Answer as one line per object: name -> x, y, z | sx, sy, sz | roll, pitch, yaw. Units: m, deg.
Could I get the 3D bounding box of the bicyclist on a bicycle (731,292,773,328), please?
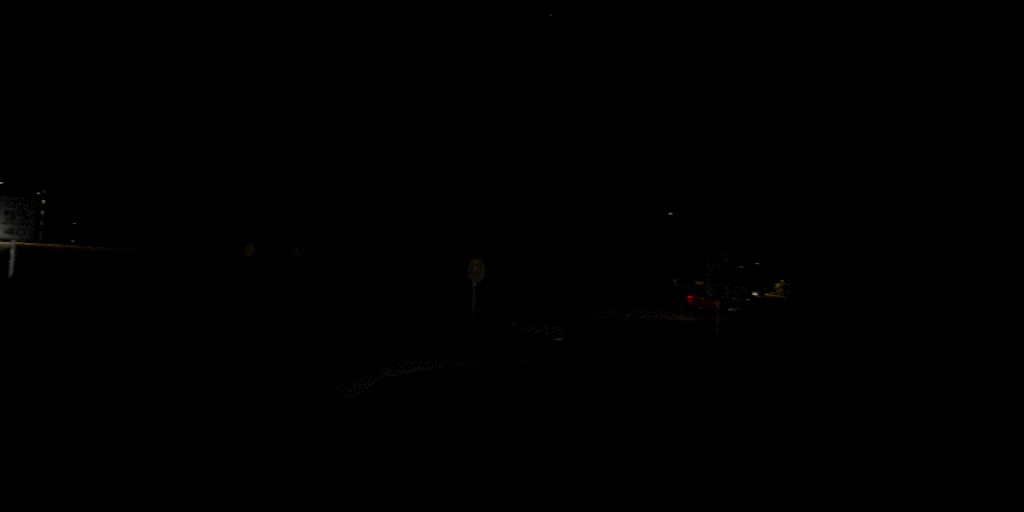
bicyclist on a bicycle -> 11.358, 2.521, 16.961 | 1.656, 1.620, 0.582 | 5, -1, 36

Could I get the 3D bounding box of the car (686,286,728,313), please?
car -> 13.426, 2.844, 24.553 | 2.097, 1.767, 4.553 | 1, -3, 36

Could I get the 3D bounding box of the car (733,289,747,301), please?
car -> 28.552, 4.854, 45.448 | 1.812, 1.442, 4.674 | 1, -4, 36
